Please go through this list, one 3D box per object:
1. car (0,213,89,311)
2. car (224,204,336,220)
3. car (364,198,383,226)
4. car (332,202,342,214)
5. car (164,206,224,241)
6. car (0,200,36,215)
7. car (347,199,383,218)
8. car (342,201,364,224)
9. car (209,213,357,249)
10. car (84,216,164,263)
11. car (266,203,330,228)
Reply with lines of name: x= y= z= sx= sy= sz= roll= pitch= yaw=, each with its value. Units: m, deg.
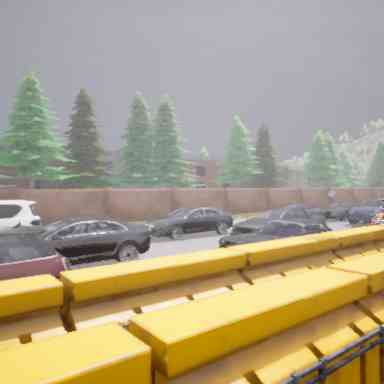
car: x=-4.270 y=1.409 z=5.195 sx=4.553 sy=1.767 sz=2.097 roll=-1 pitch=0 yaw=-37
car: x=4.324 y=1.501 z=15.936 sx=5.357 sy=1.411 sz=2.033 roll=-1 pitch=0 yaw=-36
car: x=10.766 y=1.226 z=16.354 sx=4.553 sy=1.767 sz=2.097 roll=-1 pitch=0 yaw=-37
car: x=11.365 y=1.470 z=25.401 sx=4.181 sy=1.385 sz=1.994 roll=-1 pitch=0 yaw=-37
car: x=-0.028 y=1.499 z=17.062 sx=4.902 sy=1.511 sz=2.128 roll=-1 pitch=0 yaw=-37
car: x=-8.007 y=1.327 z=11.138 sx=5.566 sy=2.045 sz=2.150 roll=-1 pitch=0 yaw=-37
car: x=15.354 y=1.384 z=28.437 sx=4.181 sy=1.385 sz=1.994 roll=-1 pitch=0 yaw=-36
car: x=12.196 y=1.210 z=21.765 sx=4.553 sy=1.767 sz=2.097 roll=-1 pitch=0 yaw=-36
car: x=3.056 y=1.569 z=10.635 sx=4.718 sy=1.301 sz=1.895 roll=-1 pitch=0 yaw=-37
car: x=-3.582 y=1.542 z=10.065 sx=4.902 sy=1.511 sz=2.128 roll=-1 pitch=0 yaw=-37
car: x=7.182 y=1.484 z=22.403 sx=4.181 sy=1.385 sz=1.994 roll=-1 pitch=0 yaw=-36
